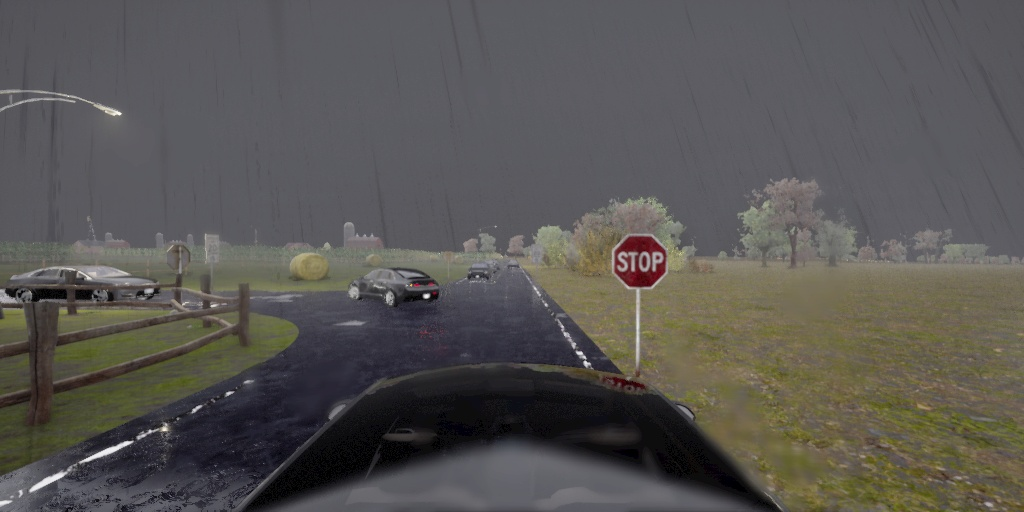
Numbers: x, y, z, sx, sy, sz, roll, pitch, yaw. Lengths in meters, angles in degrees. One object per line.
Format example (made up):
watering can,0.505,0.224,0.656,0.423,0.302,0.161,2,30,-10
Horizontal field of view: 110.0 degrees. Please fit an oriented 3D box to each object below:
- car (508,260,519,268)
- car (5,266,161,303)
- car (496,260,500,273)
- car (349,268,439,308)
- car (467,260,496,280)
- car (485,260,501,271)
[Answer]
car,0.241,1.351,64.534,1.994,1.385,4.181,0,0,0
car,-17.212,1.146,14.566,4.902,1.511,2.128,0,1,0
car,-2.754,1.251,42.082,2.128,1.511,4.902,0,0,0
car,-5.113,1.235,15.213,4.892,1.490,1.837,1,0,40
car,-2.787,1.301,31.893,2.033,1.411,5.357,0,0,0
car,-2.714,1.318,52.421,2.033,1.411,5.357,0,0,0
